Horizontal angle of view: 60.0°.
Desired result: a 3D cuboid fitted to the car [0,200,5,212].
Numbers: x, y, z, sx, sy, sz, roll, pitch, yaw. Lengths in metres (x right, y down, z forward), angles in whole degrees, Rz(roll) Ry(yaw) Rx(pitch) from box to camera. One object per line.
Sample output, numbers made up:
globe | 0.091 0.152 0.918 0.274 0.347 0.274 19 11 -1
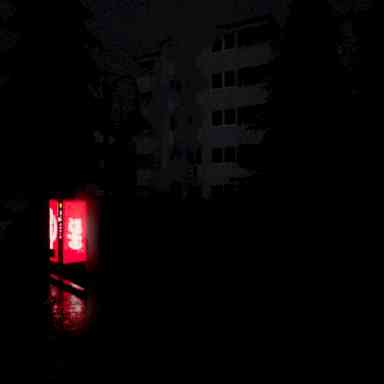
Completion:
car | -23.733 1.440 39.706 2.097 1.767 4.553 0 0 -22

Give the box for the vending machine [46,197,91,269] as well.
vending machine | -3.877 1.215 10.441 1.100 2.100 0.880 0 0 -40
